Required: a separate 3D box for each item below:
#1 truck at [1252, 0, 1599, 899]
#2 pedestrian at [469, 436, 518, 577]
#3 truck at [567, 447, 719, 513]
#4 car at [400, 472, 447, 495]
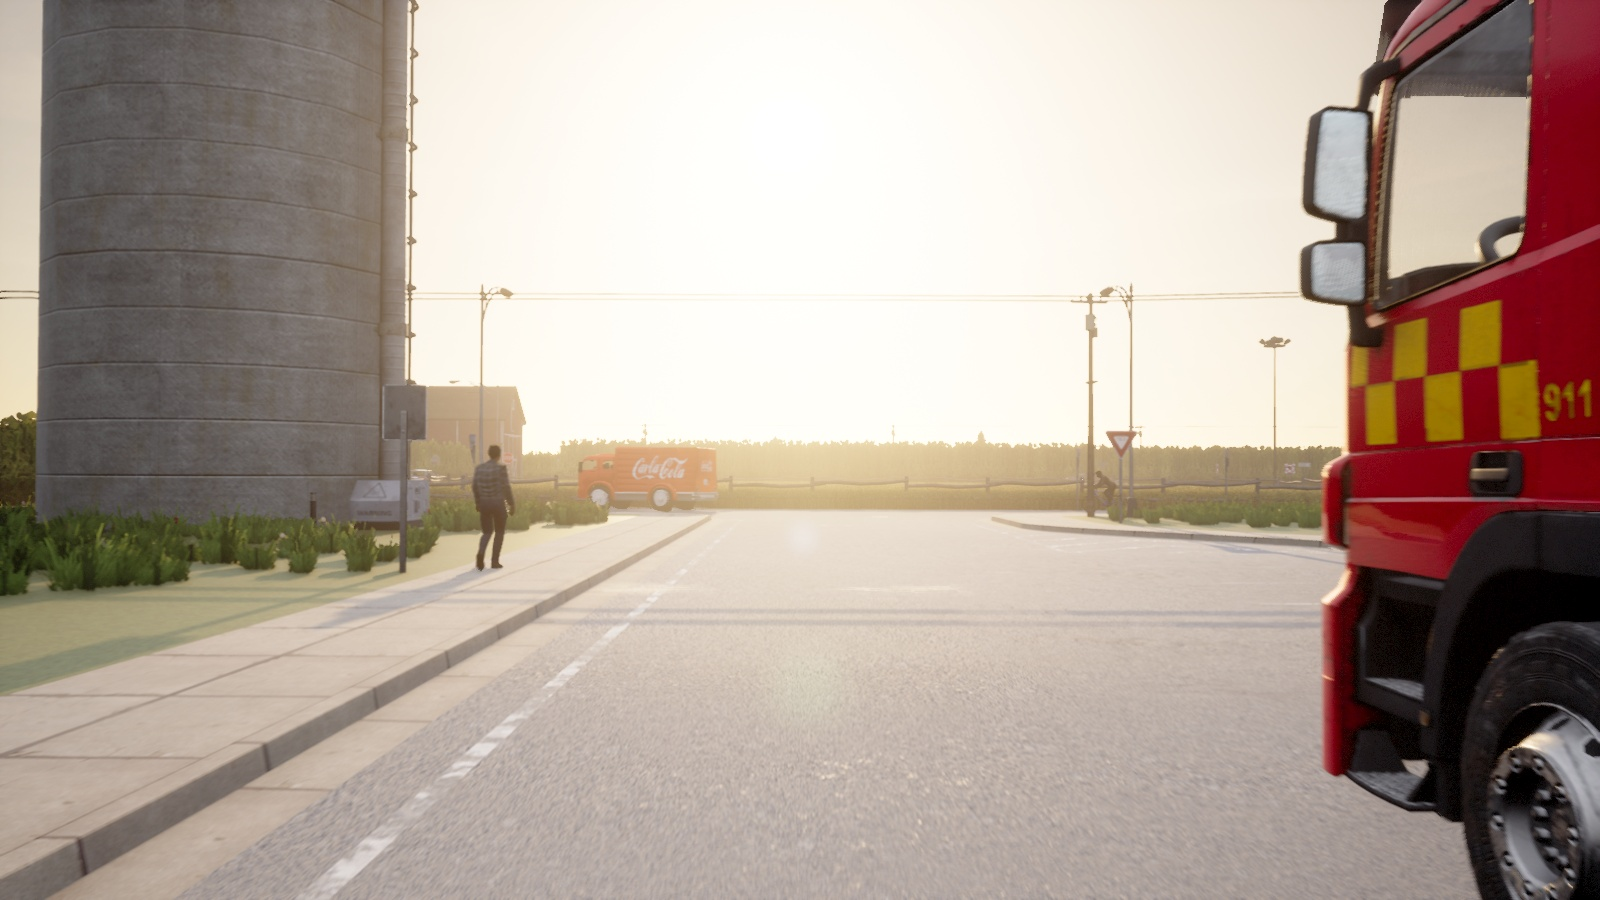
[{"bbox_3d":[3.492,-0.341,1.380,2.891,3.827,8.468,0,-1,0],"label":"truck"},{"bbox_3d":[-4.312,0.784,17.710,0.423,1.949,0.788,0,-1,6],"label":"pedestrian"},{"bbox_3d":[-6.050,1.165,48.570,5.204,2.467,2.627,-1,-2,17],"label":"truck"},{"bbox_3d":[-25.200,2.215,84.140,1.970,1.475,3.806,0,-1,1],"label":"car"}]
